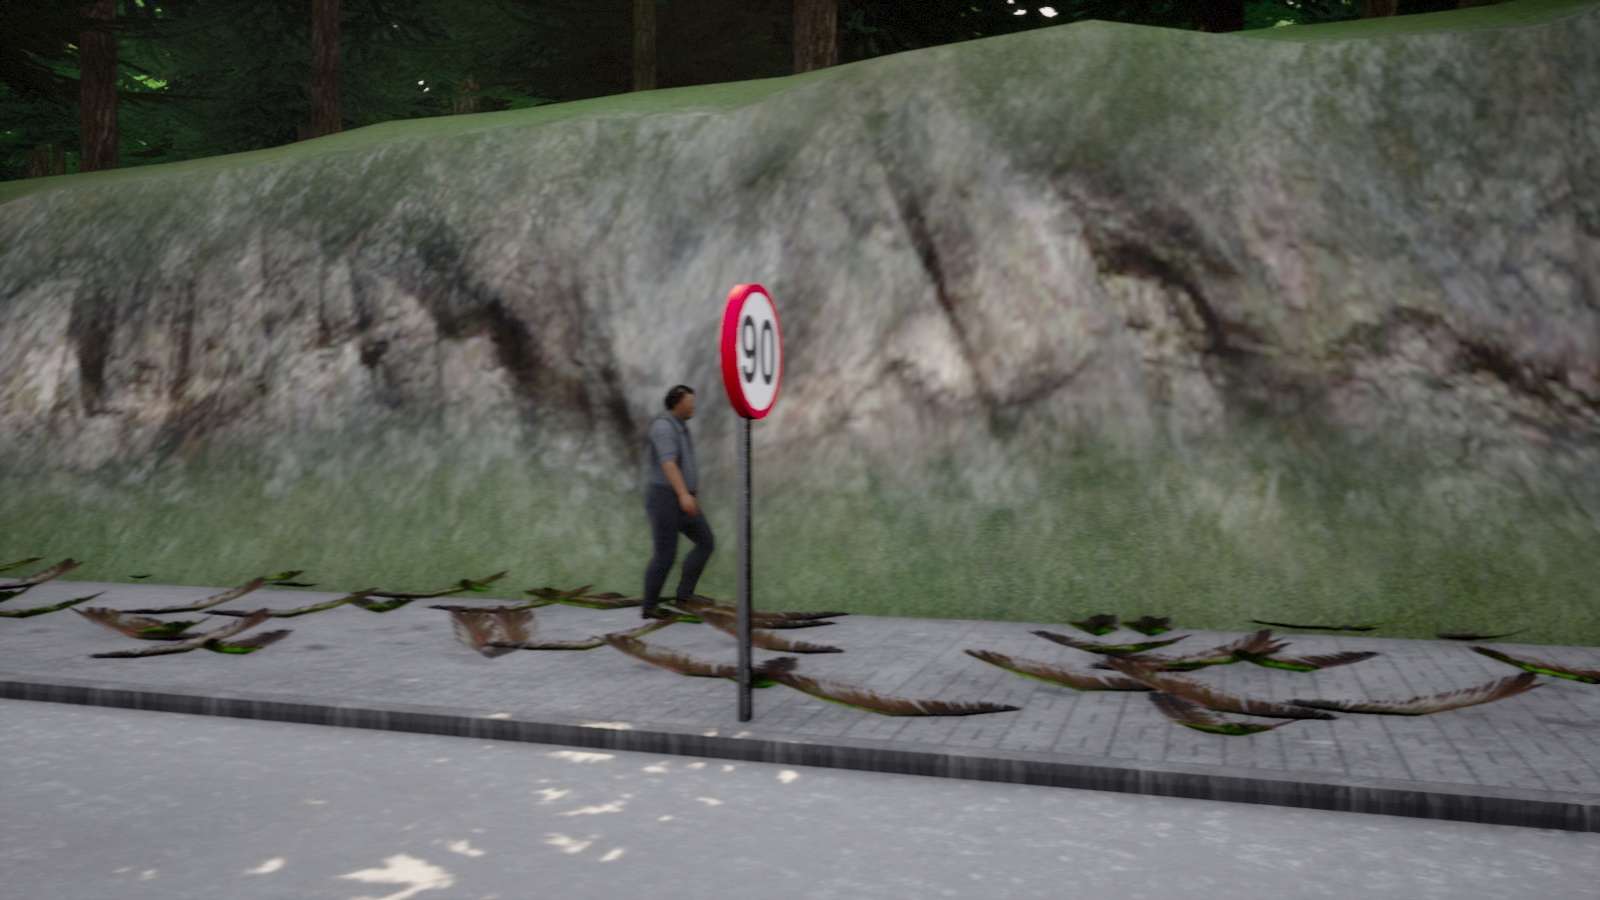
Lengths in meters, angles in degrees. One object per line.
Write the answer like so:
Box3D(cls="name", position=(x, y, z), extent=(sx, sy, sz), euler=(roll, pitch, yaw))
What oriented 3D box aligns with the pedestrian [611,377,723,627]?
Box3D(cls="pedestrian", position=(-1.016, 0.382, 9.657), extent=(0.694, 1.848, 0.540), euler=(0, 1, 18))
